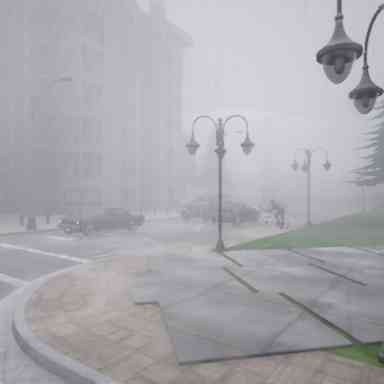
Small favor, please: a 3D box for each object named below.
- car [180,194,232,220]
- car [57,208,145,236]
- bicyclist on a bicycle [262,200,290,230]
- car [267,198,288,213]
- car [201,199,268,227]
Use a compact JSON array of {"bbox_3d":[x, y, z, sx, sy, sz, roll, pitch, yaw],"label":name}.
[{"bbox_3d":[1.388,1.194,26.889,2.150,2.045,5.566,0,0,36],"label":"car"},{"bbox_3d":[-4.872,1.573,18.292,1.895,1.301,4.718,0,0,36],"label":"car"},{"bbox_3d":[4.676,1.280,18.692,1.656,1.620,0.582,0,0,36],"label":"bicyclist on a bicycle"},{"bbox_3d":[9.228,1.463,37.630,2.128,1.511,4.902,0,0,36],"label":"car"},{"bbox_3d":[3.062,1.467,22.914,2.128,1.511,4.902,0,0,36],"label":"car"}]
